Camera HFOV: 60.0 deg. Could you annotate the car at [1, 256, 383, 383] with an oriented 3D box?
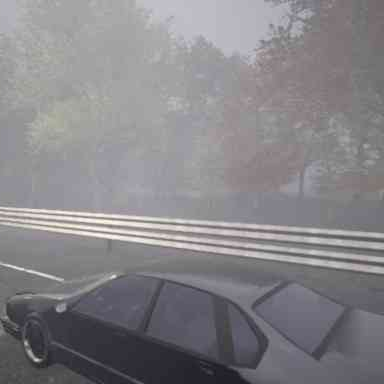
[{"bbox_3d":[-0.117,1.531,3.950,5.357,1.411,2.033,0,0,35],"label":"car"}]
